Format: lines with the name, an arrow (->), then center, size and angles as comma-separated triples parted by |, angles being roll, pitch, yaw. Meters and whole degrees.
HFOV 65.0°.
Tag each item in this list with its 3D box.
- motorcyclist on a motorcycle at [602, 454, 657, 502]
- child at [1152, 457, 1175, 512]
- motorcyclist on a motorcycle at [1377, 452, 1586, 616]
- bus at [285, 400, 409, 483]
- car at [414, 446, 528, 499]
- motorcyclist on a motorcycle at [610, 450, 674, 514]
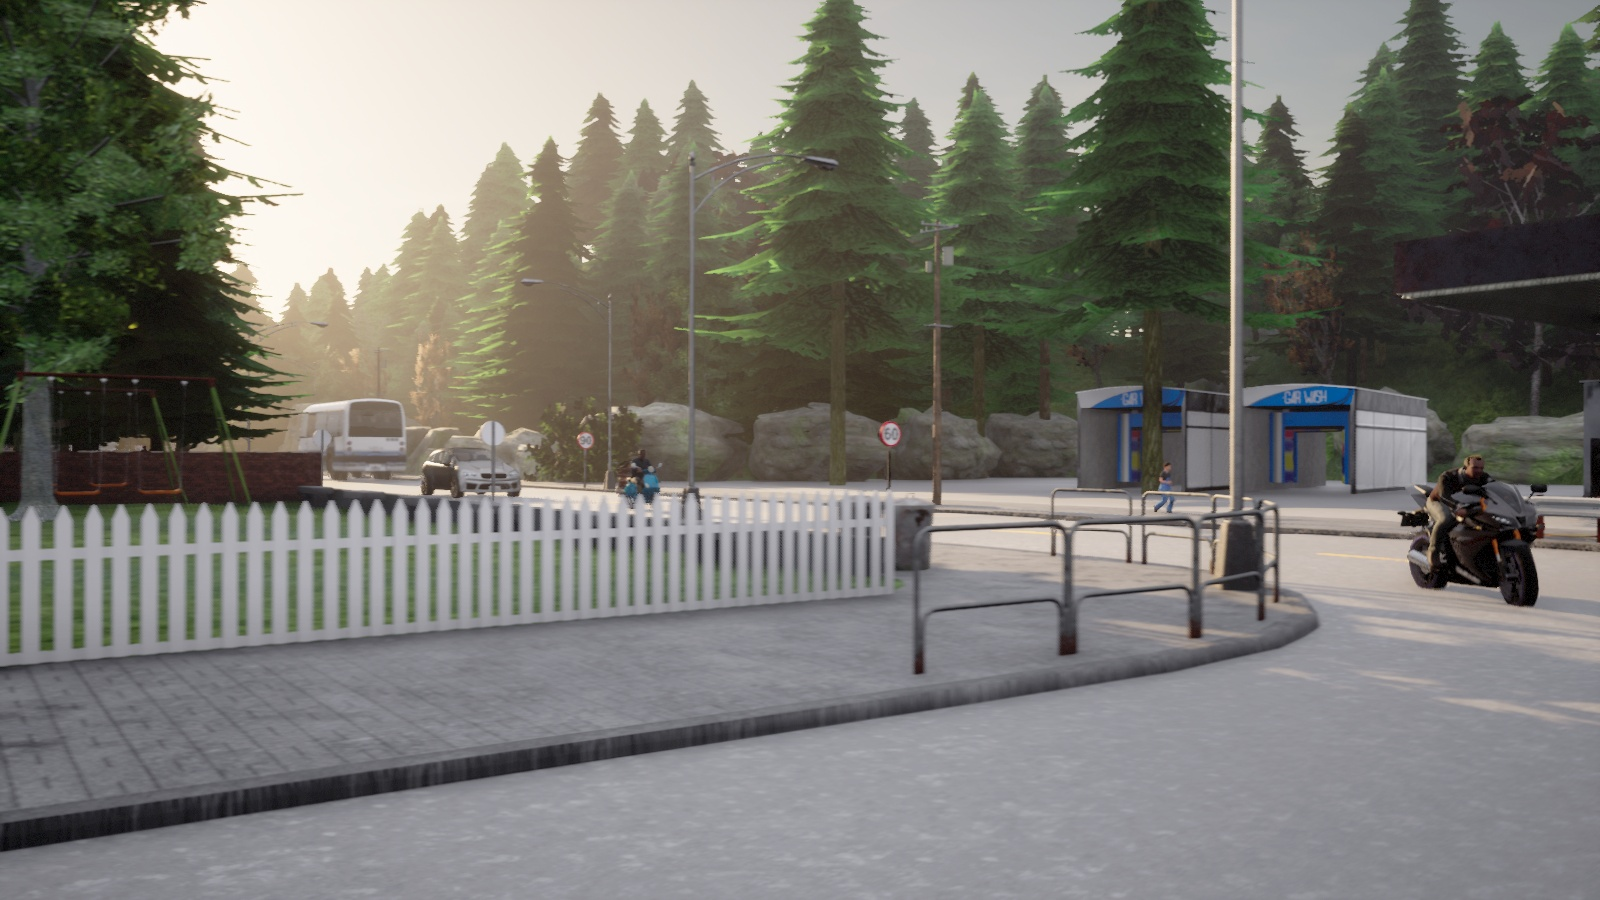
motorcyclist on a motorcycle -> -5.626, 0.893, 41.325 | 0.866, 1.530, 2.191 | 0, 0, -35
child -> 8.414, 0.788, 29.055 | 0.270, 1.263, 0.437 | 0, 0, -30
motorcyclist on a motorcycle -> 6.963, 0.798, 13.002 | 0.866, 1.530, 2.191 | -1, 0, -2
bus -> -25.145, -0.409, 69.289 | 3.944, 4.253, 10.273 | 0, 0, -35
car -> -11.132, 0.718, 42.220 | 2.242, 1.667, 4.611 | 0, 0, -35
motorcyclist on a motorcycle -> -4.048, 0.786, 32.085 | 0.866, 1.590, 1.817 | 0, 0, -35
